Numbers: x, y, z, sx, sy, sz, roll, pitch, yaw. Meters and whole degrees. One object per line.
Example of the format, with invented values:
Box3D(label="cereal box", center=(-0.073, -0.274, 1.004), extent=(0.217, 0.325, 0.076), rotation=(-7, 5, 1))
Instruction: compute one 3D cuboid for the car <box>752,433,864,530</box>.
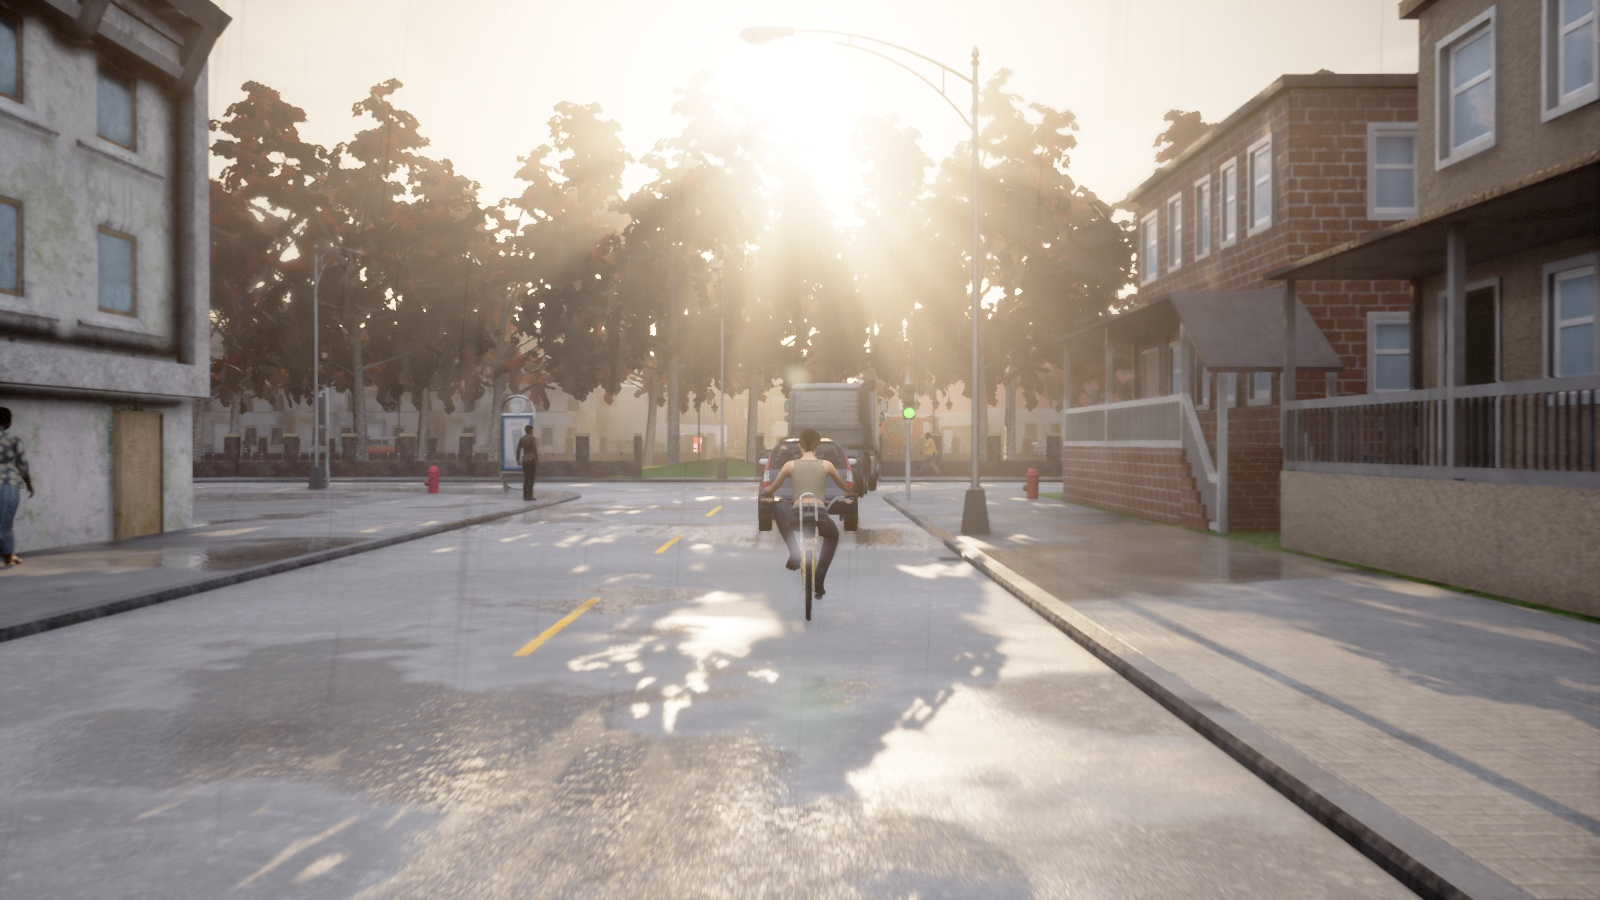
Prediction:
Box3D(label="car", center=(0.143, 0.516, 22.897), extent=(1.851, 1.617, 3.988), rotation=(0, 0, 0))

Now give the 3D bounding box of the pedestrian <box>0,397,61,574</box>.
Box3D(label="pedestrian", center=(-8.759, 0.372, 13.676), extent=(0.874, 1.855, 0.900), rotation=(0, 0, 1))

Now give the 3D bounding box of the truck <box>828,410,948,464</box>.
Box3D(label="truck", center=(6.271, -0.923, 90.531), extent=(8.468, 3.827, 2.891), rotation=(0, 0, 0))

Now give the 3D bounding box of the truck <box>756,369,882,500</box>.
Box3D(label="truck", center=(0.760, -0.445, 37.248), extent=(2.891, 3.462, 7.936), rotation=(0, 0, 7))

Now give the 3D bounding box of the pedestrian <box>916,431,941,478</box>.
Box3D(label="pedestrian", center=(5.166, 0.175, 50.597), extent=(0.900, 1.855, 0.874), rotation=(0, 0, 0))

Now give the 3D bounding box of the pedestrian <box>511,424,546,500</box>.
Box3D(label="pedestrian", center=(-6.493, 0.282, 30.055), extent=(0.328, 1.805, 0.869), rotation=(0, 0, 30))

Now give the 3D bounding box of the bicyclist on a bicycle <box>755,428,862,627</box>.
Box3D(label="bicyclist on a bicycle", center=(0.076, 0.622, 10.923), extent=(0.866, 1.612, 1.509), rotation=(0, 0, 0))

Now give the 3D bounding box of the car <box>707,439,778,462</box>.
Box3D(label="car", center=(-4.118, 0.011, 90.587), extent=(5.027, 1.651, 2.152), rotation=(0, 0, 1))
